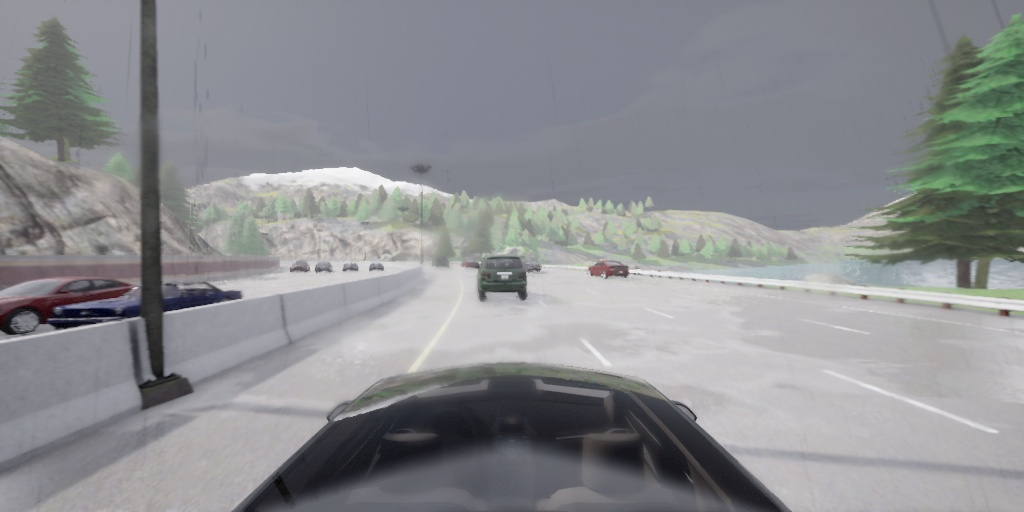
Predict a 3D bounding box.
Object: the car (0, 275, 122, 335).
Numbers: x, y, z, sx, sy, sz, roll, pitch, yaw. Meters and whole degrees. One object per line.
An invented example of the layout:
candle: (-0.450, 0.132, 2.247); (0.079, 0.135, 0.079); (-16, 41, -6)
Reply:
car: (-14.465, 1.413, 11.424); (1.882, 1.535, 5.008); (-1, 0, -4)

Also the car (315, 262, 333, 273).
car: (-26.742, 1.595, 51.083); (1.837, 1.490, 4.892); (-1, 0, -20)

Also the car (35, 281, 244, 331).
car: (-10.929, 1.491, 11.271); (1.895, 1.301, 4.718); (-1, 0, -4)

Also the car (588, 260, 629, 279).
car: (8.120, 1.122, 30.704); (1.882, 1.535, 5.008); (0, 0, -11)

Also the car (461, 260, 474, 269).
car: (-7.030, 1.315, 59.055); (1.882, 1.535, 5.008); (0, 0, -22)

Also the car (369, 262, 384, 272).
car: (-19.806, 1.567, 52.562); (1.994, 1.385, 4.181); (-1, 0, -20)

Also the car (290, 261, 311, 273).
car: (-31.254, 1.505, 53.006); (2.097, 1.767, 4.553); (-1, 0, -22)

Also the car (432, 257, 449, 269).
car: (-12.726, 1.132, 63.674); (2.150, 2.045, 5.566); (0, 0, -24)

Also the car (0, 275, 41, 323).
car: (-17.910, 1.471, 10.431); (2.128, 1.511, 4.902); (-1, 0, -4)

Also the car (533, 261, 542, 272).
car: (1.916, 1.271, 43.952); (2.033, 1.411, 5.357); (-1, 0, -17)

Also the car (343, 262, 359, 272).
car: (-23.544, 1.614, 52.506); (1.994, 1.385, 4.181); (-1, 0, -20)

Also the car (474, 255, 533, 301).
car: (-0.615, 0.980, 17.770); (2.150, 2.045, 5.566); (0, 0, -7)
